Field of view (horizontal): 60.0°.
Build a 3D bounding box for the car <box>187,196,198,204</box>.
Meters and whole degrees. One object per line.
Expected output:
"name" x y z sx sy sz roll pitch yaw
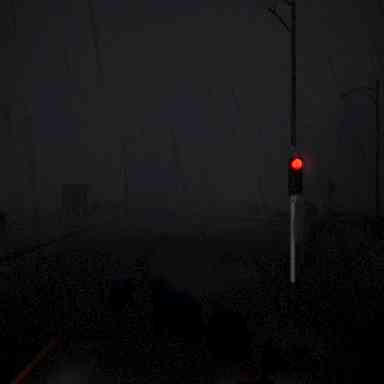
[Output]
"car" 0.056 1.525 61.396 1.812 1.442 4.674 0 0 0
